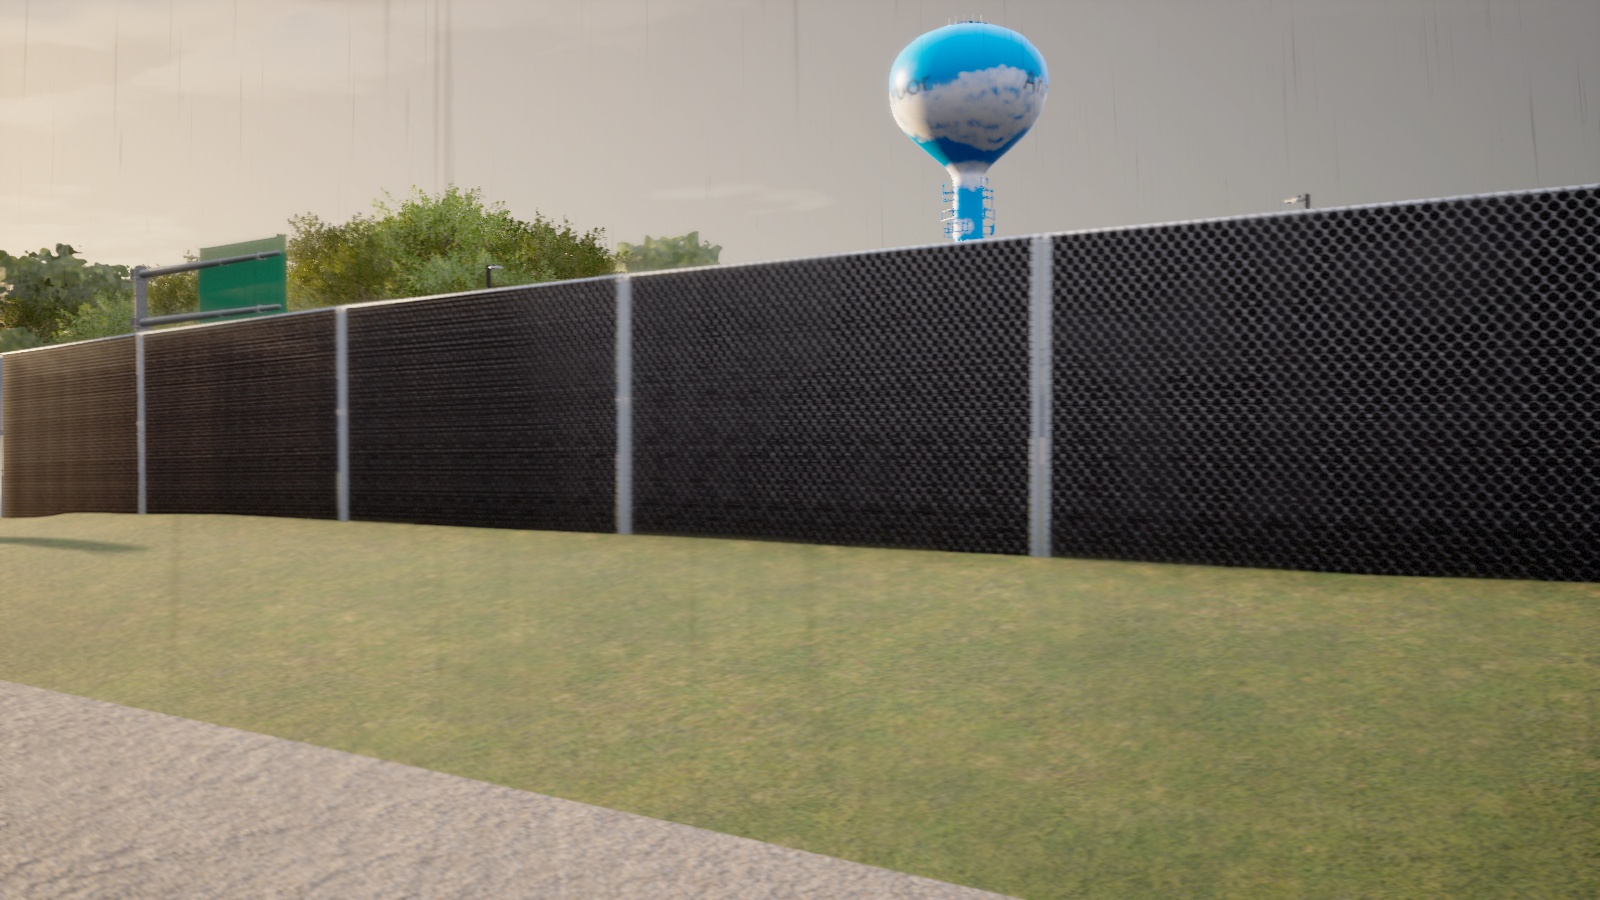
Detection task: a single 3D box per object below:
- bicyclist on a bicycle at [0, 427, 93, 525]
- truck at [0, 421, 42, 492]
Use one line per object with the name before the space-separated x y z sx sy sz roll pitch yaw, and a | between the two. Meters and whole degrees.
bicyclist on a bicycle | -14.826 0.481 24.238 0.659 1.776 1.843 -1 2 39
truck | -45.917 0.488 67.282 2.891 3.827 8.468 -1 2 33
